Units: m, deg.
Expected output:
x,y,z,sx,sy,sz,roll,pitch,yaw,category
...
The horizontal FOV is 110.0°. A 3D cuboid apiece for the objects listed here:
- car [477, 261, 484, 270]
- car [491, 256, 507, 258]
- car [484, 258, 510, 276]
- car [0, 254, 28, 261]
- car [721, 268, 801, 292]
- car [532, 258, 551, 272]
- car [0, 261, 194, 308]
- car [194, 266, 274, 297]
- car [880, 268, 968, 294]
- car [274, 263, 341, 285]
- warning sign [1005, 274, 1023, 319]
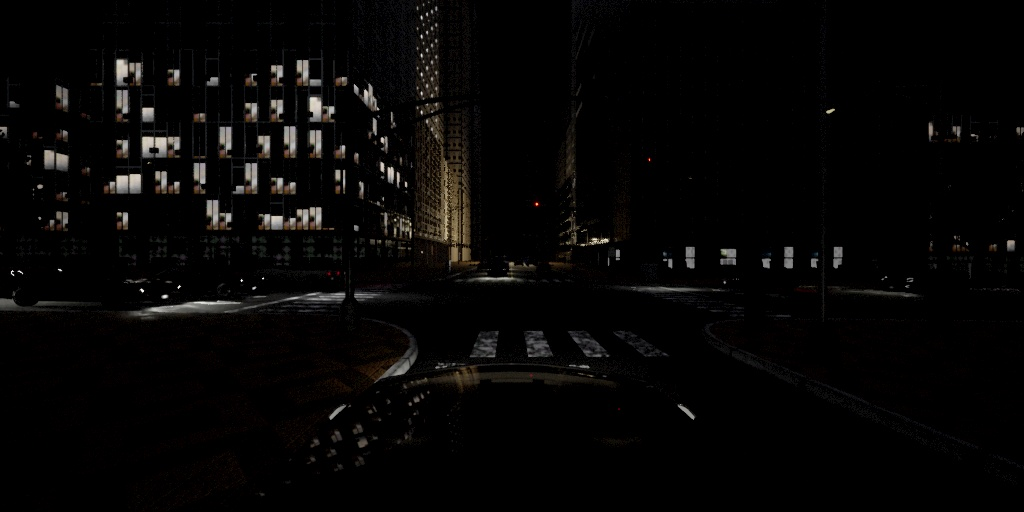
x,y,z,sx,sy,sz,roll,pitch,yaw,category
-3.993,1.343,51.065,1.802,1.307,4.207,0,0,0,car
-1.499,0.984,47.638,2.150,2.045,5.566,0,0,2,car
-1.475,1.245,37.041,1.882,1.535,5.008,0,0,1,car
-22.916,0.706,15.926,4.553,1.767,2.097,1,0,-3,car
16.900,1.569,24.452,4.902,1.511,2.128,1,0,-3,car
3.956,1.329,45.567,1.948,1.339,4.313,0,0,0,car
-15.290,1.042,13.050,5.357,1.411,2.033,1,0,0,car
-14.011,1.118,16.330,4.718,1.301,1.895,1,0,-3,car
28.586,1.639,24.983,4.553,1.767,2.097,1,0,-3,car
-13.798,1.120,23.044,4.718,1.301,1.895,1,0,-3,car
17.281,1.204,11.756,1.060,1.860,1.300,0,0,-3,warning sign
